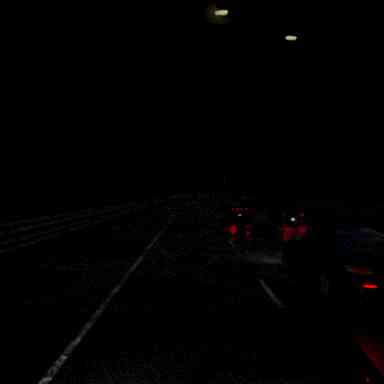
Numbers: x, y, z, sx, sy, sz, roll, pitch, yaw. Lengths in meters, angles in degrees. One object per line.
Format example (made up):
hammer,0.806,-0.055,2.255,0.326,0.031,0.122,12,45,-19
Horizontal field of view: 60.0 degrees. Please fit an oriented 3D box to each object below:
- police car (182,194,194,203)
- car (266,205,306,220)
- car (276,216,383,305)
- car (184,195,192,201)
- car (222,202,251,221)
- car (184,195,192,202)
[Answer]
police car,-1.052,1.512,70.264,1.930,1.638,5.238,0,0,0
car,7.099,1.632,25.609,1.895,1.301,4.718,0,0,0
car,3.600,1.535,7.996,1.812,1.442,4.674,0,0,0
car,-0.969,1.632,86.153,1.812,1.442,4.674,0,0,1
car,3.599,1.526,27.445,2.128,1.511,4.902,0,0,0
car,-1.025,1.576,80.154,1.882,1.535,5.008,0,0,0
